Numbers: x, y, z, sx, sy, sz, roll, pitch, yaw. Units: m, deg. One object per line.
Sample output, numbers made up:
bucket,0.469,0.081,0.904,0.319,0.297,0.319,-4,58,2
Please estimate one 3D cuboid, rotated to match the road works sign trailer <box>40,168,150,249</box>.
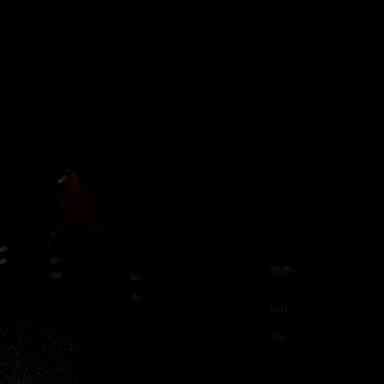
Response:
road works sign trailer,-3.427,0.910,11.460,3.560,2.880,2.380,2,-41,38
